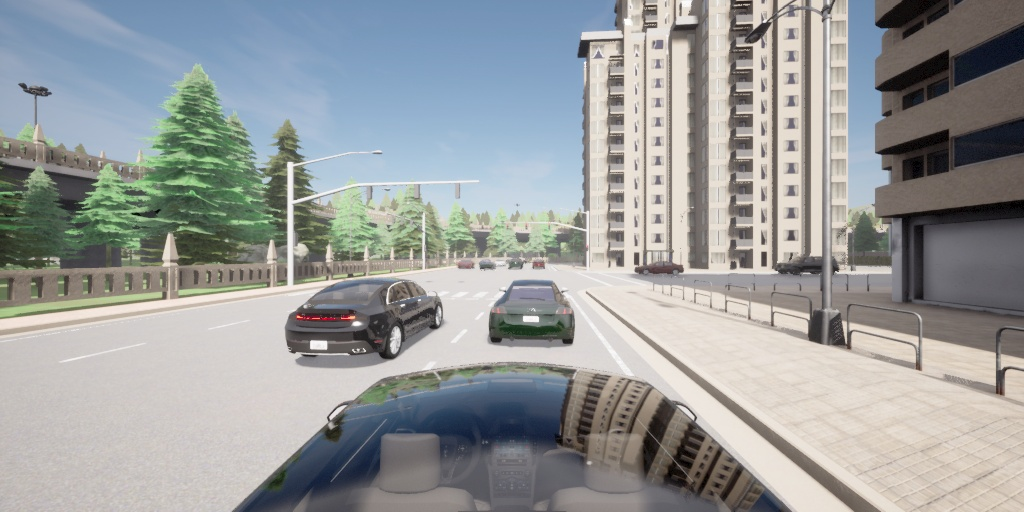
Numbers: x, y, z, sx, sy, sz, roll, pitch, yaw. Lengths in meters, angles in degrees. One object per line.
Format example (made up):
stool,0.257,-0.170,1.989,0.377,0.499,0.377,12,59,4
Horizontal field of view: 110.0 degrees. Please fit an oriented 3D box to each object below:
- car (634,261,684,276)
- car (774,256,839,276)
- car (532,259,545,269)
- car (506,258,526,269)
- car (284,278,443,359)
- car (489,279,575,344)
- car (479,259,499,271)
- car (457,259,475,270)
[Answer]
car,15.786,1.283,38.585,5.008,1.535,1.882,0,0,4
car,30.869,1.025,37.604,5.566,2.045,2.150,0,0,4
car,4.363,1.227,58.359,1.882,1.535,5.008,0,0,4
car,0.730,1.102,56.767,2.097,1.767,4.553,0,0,4
car,-3.042,1.255,8.455,1.837,1.490,4.892,0,0,5
car,0.573,1.314,9.650,1.994,1.385,4.181,0,0,5
car,-3.425,1.351,50.598,1.895,1.301,4.718,0,0,3
car,-6.769,1.227,53.091,1.882,1.535,5.008,0,0,5
